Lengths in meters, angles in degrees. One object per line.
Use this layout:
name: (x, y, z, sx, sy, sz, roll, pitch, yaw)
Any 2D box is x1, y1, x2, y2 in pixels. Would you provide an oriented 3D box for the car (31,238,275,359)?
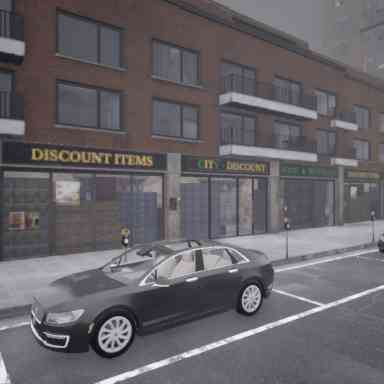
car: (-0.418, 1.551, 5.893, 4.403, 1.369, 2.008, 0, 0, -36)

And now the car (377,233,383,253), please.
car: (8.559, 1.582, 12.315, 4.206, 1.307, 1.802, 0, 0, -36)
